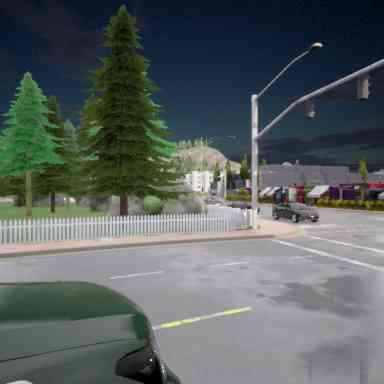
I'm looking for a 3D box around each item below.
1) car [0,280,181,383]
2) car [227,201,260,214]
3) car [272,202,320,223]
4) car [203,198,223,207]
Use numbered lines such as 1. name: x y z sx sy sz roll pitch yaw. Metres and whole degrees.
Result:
1. car: -2.732 1.221 1.688 5.566 2.045 2.150 0 0 -36
2. car: 5.458 1.656 35.432 1.895 1.301 4.718 0 0 -16
3. car: 8.095 1.560 26.346 1.837 1.490 4.892 0 0 -14
4. car: 2.684 1.547 44.987 2.128 1.511 4.902 0 0 -16
